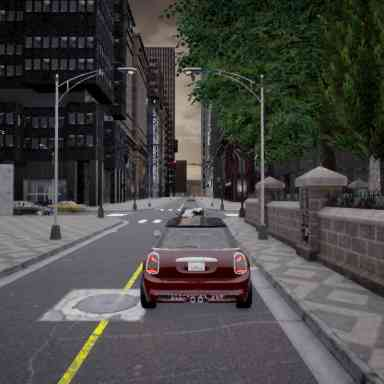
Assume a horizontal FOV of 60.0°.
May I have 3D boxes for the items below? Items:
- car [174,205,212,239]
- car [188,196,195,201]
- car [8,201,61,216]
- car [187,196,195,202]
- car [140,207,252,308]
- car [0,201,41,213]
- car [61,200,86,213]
[{"bbox_3d":[0.047,1.541,18.197,1.812,1.442,4.674,0,0,0],"label":"car"},{"bbox_3d":[-0.250,1.709,90.108,1.812,1.442,4.674,0,0,0],"label":"car"},{"bbox_3d":[-14.721,1.517,30.115,4.403,1.369,2.008,0,-1,0],"label":"car"},{"bbox_3d":[-0.221,1.730,79.689,2.033,1.411,5.357,0,0,0],"label":"car"},{"bbox_3d":[0.076,1.357,8.070,2.097,1.767,4.553,0,0,0],"label":"car"},{"bbox_3d":[-20.219,1.708,38.653,4.403,1.369,2.008,0,-1,0],"label":"car"},{"bbox_3d":[-14.876,1.675,38.639,4.829,1.417,1.752,0,-1,0],"label":"car"}]
